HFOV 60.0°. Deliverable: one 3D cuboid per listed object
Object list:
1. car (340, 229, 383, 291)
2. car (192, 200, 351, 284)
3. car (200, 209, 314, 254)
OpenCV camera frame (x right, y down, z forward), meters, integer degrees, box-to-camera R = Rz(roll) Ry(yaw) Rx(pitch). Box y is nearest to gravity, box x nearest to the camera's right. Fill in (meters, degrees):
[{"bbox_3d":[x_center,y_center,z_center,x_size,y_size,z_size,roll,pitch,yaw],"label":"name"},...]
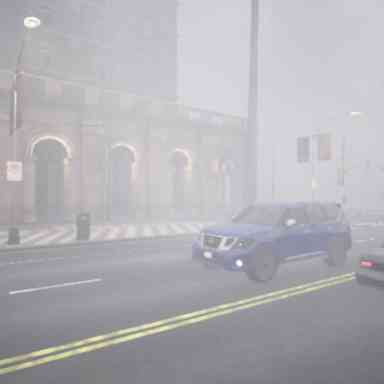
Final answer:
[{"bbox_3d":[6.114,1.631,8.121,5.357,1.411,2.033,1,0,-36],"label":"car"},{"bbox_3d":[2.665,1.290,10.194,5.566,2.045,2.150,1,0,-35],"label":"car"},{"bbox_3d":[2.982,1.586,14.711,4.902,1.511,2.128,1,0,-35],"label":"car"}]
